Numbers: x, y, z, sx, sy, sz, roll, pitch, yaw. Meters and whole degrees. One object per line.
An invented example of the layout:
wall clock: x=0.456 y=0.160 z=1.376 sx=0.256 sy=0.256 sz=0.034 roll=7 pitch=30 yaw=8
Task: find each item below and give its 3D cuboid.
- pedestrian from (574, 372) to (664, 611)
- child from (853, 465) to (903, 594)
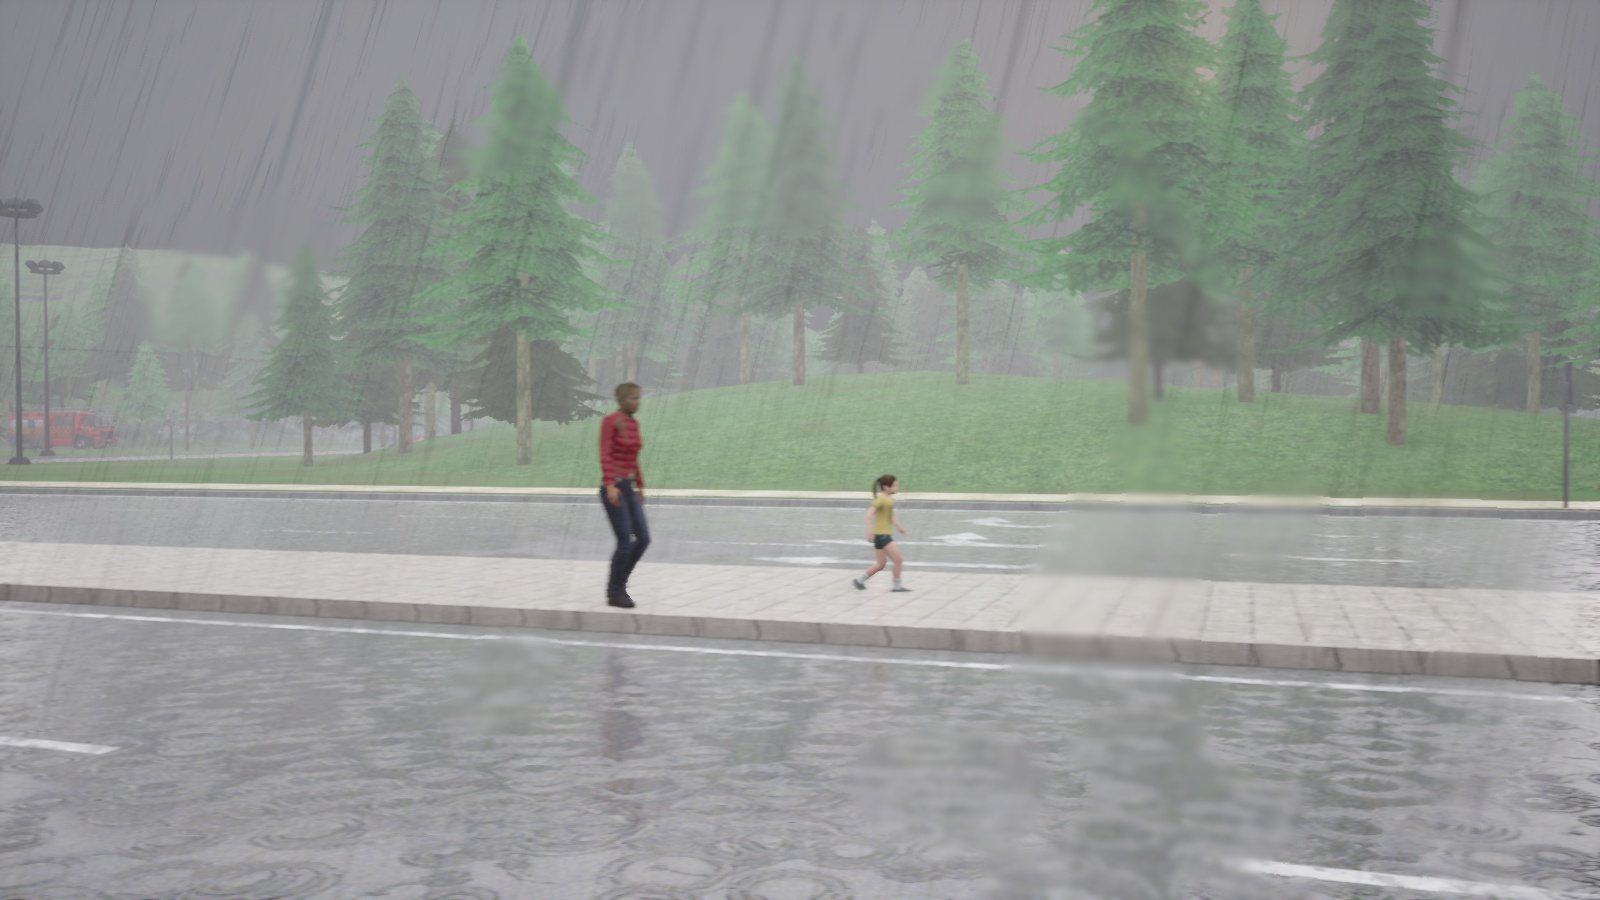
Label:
pedestrian: x=-1.441 y=0.318 z=9.998 sx=0.636 sy=1.846 sz=0.331 roll=1 pitch=1 yaw=25
child: x=0.686 y=0.690 z=11.015 sx=0.394 sy=1.110 sz=0.255 roll=0 pitch=1 yaw=13
